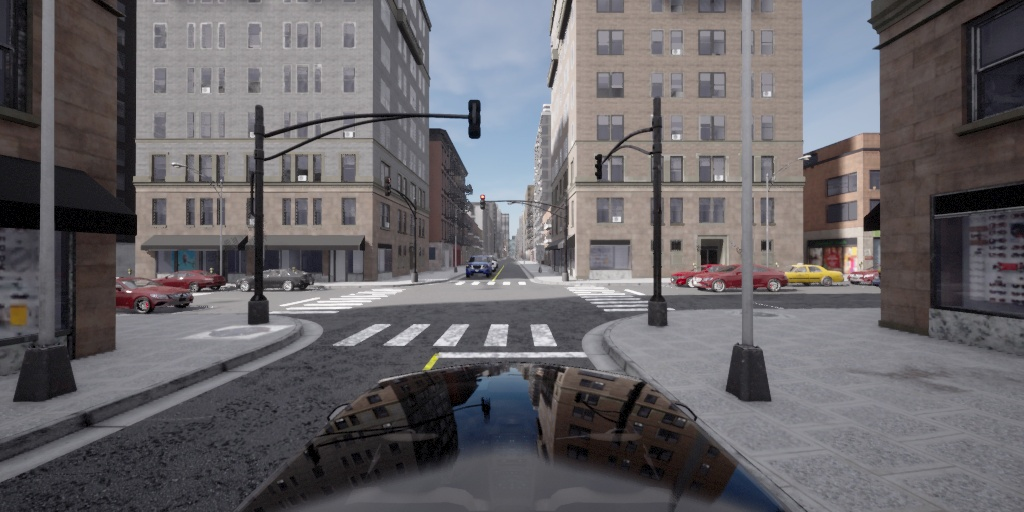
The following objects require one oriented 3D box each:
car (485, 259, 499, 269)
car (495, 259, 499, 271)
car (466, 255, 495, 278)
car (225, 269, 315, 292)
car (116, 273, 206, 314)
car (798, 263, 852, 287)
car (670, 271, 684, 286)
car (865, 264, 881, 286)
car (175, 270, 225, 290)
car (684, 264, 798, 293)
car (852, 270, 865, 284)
[{"bbox_3d":[-3.123,1.179,56.039,1.882,1.535,5.008,0,0,0],"label":"car"},{"bbox_3d":[-3.125,0.945,44.900,2.150,2.045,5.566,0,0,0],"label":"car"},{"bbox_3d":[-3.120,0.960,34.684,2.150,2.045,5.566,0,0,0],"label":"car"},{"bbox_3d":[-14.633,1.458,22.209,4.403,1.370,2.007,0,0,0],"label":"car"},{"bbox_3d":[-14.661,1.451,13.683,4.207,1.307,1.802,0,0,0],"label":"car"},{"bbox_3d":[17.452,1.117,22.004,4.829,1.417,1.751,0,0,0],"label":"car"},{"bbox_3d":[12.130,1.190,22.039,4.507,1.381,1.888,0,0,0],"label":"car"},{"bbox_3d":[22.767,1.078,19.213,5.357,1.411,2.033,-1,0,1],"label":"car"},{"bbox_3d":[-20.161,1.545,22.244,4.207,1.307,1.802,0,0,0],"label":"car"},{"bbox_3d":[12.186,1.158,19.283,4.674,1.442,1.812,-1,0,1],"label":"car"},{"bbox_3d":[23.116,1.121,21.968,4.207,1.307,1.802,0,0,0],"label":"car"}]
